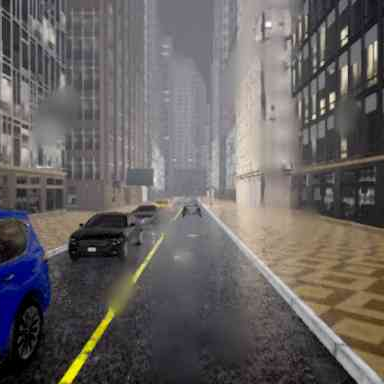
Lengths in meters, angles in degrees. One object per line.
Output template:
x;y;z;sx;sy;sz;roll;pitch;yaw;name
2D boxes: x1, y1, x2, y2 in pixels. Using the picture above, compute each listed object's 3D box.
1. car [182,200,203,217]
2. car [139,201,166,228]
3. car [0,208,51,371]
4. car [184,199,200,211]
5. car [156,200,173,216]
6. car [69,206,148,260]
0.003;1.598;32.461;2.128;1.511;4.902;0;0;0;car
-3.083;1.598;22.870;1.812;1.442;4.674;0;0;0;car
-3.100;1.229;2.752;2.150;2.045;5.566;0;0;-2;car
0.012;1.698;44.176;2.033;1.411;5.357;0;0;0;car
-3.001;1.506;33.563;1.882;1.535;5.008;0;0;0;car
-3.094;1.517;12.788;1.882;1.535;5.008;0;0;0;car
